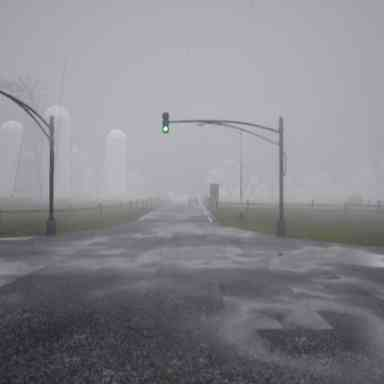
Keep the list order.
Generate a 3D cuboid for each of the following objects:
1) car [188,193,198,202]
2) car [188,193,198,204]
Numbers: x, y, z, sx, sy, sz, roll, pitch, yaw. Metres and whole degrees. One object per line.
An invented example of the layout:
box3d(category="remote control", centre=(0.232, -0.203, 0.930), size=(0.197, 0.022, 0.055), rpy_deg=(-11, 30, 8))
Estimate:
box3d(category="car", centre=(0.263, 1.099, 70.252), size=(2.097, 1.767, 4.553), rpy_deg=(0, 0, 0))
box3d(category="car", centre=(0.218, 1.411, 59.859), size=(2.128, 1.511, 4.902), rpy_deg=(0, 0, 0))
